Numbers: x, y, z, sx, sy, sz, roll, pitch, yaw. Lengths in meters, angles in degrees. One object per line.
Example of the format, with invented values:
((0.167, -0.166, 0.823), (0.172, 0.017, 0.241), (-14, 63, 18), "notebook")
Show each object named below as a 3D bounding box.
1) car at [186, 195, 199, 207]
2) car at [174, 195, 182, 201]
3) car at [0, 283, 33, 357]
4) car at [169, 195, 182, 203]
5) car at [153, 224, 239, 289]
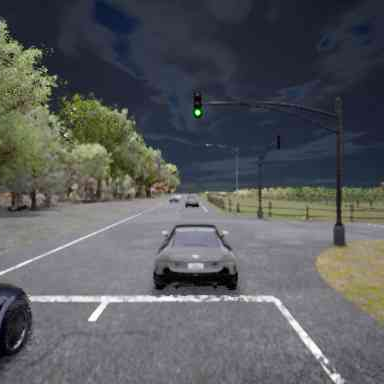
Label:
((0.026, 1.531, 51.174), (1.994, 1.385, 4.181), (0, 0, 0), "car")
((-3.621, 1.463, 84.174), (1.812, 1.442, 4.674), (0, 0, 0), "car")
((-3.403, 1.562, 3.370), (1.994, 1.385, 4.181), (0, 0, 0), "car")
((-3.576, 1.554, 68.176), (1.895, 1.301, 4.718), (0, 0, 0), "car")
((0.088, 1.560, 9.164), (1.994, 1.385, 4.181), (0, 0, 0), "car")
